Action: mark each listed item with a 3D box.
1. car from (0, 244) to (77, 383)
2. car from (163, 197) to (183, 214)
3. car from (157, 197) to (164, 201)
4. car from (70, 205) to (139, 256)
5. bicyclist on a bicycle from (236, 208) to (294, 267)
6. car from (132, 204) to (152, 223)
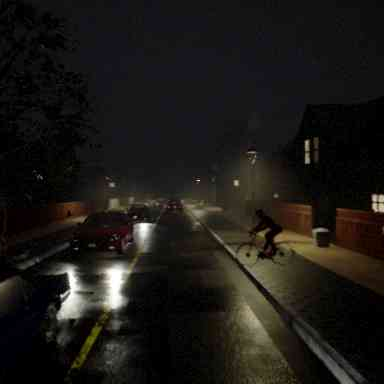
[{"bbox_3d":[-2.959,1.653,3.638,1.895,1.301,4.718,-1,0,-3],"label":"car"},{"bbox_3d":[-1.925,1.615,37.263,2.033,1.411,5.357,-1,0,-3],"label":"car"},{"bbox_3d":[-7.001,1.654,76.085,1.812,1.442,4.674,-1,0,-3],"label":"car"},{"bbox_3d":[-3.542,1.549,13.792,1.882,1.535,5.008,-1,0,-3],"label":"car"},{"bbox_3d":[2.028,1.276,9.249,1.656,1.620,0.582,-1,0,-3],"label":"bicyclist on a bicycle"},{"bbox_3d":[-4.241,1.659,26.346,1.994,1.385,4.181,-1,0,-3],"label":"car"}]
